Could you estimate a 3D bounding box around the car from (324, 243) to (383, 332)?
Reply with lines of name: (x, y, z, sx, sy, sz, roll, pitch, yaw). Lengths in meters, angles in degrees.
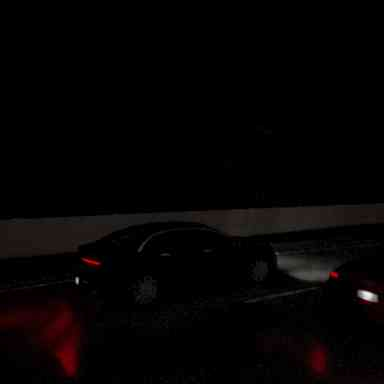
car: (4.380, 1.502, 5.892, 4.181, 1.385, 1.994, 0, 0, -28)

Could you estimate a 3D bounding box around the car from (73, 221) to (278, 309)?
car: (-0.164, 1.447, 7.717, 4.892, 1.490, 1.837, 0, 0, -31)
